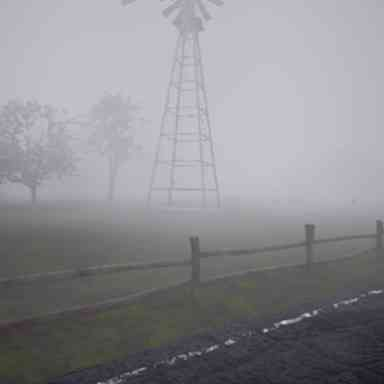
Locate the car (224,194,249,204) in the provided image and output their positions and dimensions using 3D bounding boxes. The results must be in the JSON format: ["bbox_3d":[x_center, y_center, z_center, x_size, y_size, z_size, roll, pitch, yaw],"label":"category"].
[{"bbox_3d":[7.587,1.200,56.929,1.837,1.490,4.892,2,0,-35],"label":"car"}]
